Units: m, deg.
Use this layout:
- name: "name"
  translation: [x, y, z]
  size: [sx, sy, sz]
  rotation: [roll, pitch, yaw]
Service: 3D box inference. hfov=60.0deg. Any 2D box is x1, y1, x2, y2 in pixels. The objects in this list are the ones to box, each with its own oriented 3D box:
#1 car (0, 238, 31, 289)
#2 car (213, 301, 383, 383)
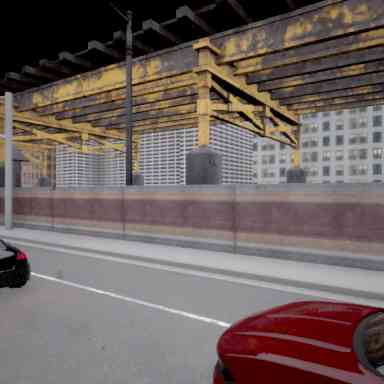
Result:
- name: "car"
  translation: [-5.765, 1.564, 8.027]
  size: [4.181, 1.385, 1.994]
  rotation: [0, 0, 36]
- name: "car"
  translation: [2.487, 1.478, 2.221]
  size: [5.008, 1.535, 1.882]
  rotation: [0, 0, 35]
